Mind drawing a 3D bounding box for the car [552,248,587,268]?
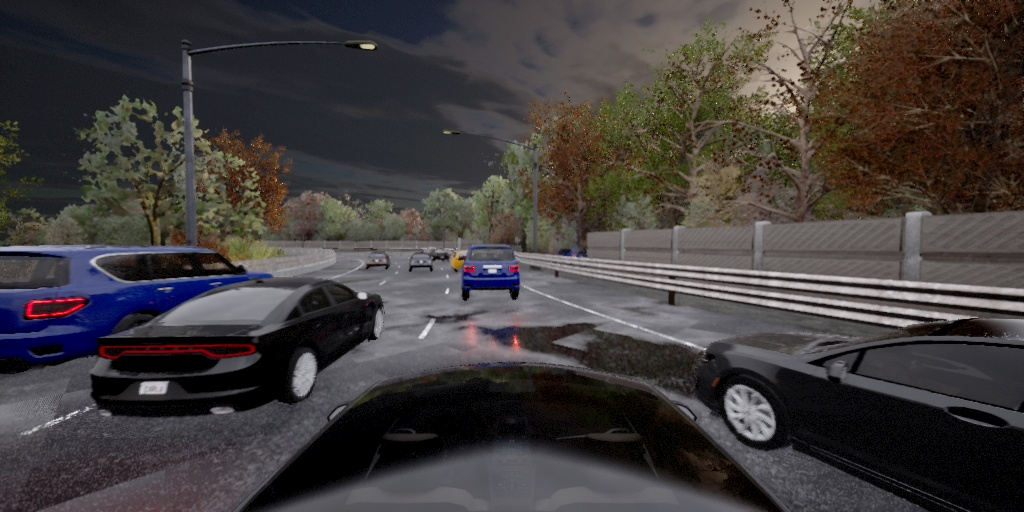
[{"bbox_3d":[6.407,0.133,39.237,2.150,2.045,5.566,2,1,-16],"label":"car"}]

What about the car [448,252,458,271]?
[{"bbox_3d":[-3.923,0.378,29.286,1.882,1.535,5.008,0,2,-14],"label":"car"}]

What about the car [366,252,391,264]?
[{"bbox_3d":[-11.767,0.378,31.602,2.033,1.411,5.357,-1,2,-17],"label":"car"}]

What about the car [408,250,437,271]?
[{"bbox_3d":[-7.559,0.437,29.657,2.033,1.411,5.357,0,2,-15],"label":"car"}]

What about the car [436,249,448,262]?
[{"bbox_3d":[-9.030,-0.076,44.054,1.882,1.535,5.008,-1,2,-22],"label":"car"}]

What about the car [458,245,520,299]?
[{"bbox_3d":[-1.017,0.556,15.060,2.150,2.045,5.566,0,1,-7],"label":"car"}]

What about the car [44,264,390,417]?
[{"bbox_3d":[-3.715,1.094,6.061,1.882,1.535,5.008,0,2,-3],"label":"car"}]

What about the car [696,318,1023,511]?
[{"bbox_3d":[3.783,1.227,2.588,1.837,1.490,4.892,-1,2,-22],"label":"car"}]

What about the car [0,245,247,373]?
[{"bbox_3d":[-7.247,0.798,7.359,2.150,2.045,5.566,0,2,-3],"label":"car"}]
